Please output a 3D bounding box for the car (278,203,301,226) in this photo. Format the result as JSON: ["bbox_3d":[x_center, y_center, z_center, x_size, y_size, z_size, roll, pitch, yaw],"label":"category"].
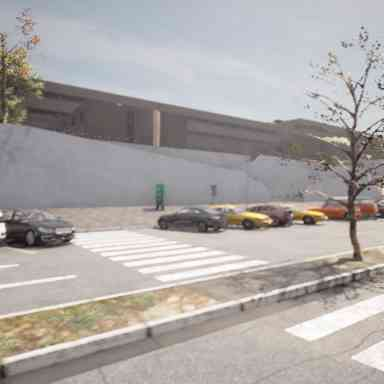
[{"bbox_3d":[4.843,1.628,23.775,4.792,1.488,2.163,-1,-1,35],"label":"car"}]

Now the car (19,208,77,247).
[{"bbox_3d":[-7.286,1.506,15.132,4.892,1.521,2.231,-1,-1,35],"label":"car"}]

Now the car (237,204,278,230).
[{"bbox_3d":[2.591,1.569,21.930,5.366,1.575,1.946,-1,-1,35],"label":"car"}]

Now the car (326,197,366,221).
[{"bbox_3d":[12.187,1.540,28.930,4.553,1.767,2.185,-1,-1,35],"label":"car"}]

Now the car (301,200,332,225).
[{"bbox_3d":[7.454,1.617,25.386,5.366,1.575,1.946,-1,-1,35],"label":"car"}]

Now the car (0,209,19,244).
[{"bbox_3d":[-9.743,1.241,13.410,5.566,2.045,2.435,-1,-1,35],"label":"car"}]

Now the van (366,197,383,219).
[{"bbox_3d":[14.699,1.456,30.621,4.442,1.987,1.878,-1,-1,35],"label":"van"}]

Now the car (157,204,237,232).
[{"bbox_3d":[0.009,1.593,20.301,4.674,1.452,2.002,-1,-1,35],"label":"car"}]
